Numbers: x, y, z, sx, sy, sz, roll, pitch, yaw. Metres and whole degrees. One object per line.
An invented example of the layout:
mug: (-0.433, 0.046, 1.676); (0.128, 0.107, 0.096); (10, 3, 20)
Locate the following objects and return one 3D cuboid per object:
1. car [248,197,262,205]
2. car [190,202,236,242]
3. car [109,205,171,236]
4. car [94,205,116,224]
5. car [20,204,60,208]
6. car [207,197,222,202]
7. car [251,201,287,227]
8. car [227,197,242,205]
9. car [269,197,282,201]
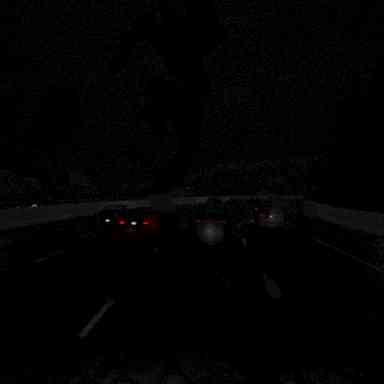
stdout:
car: (11.513, 1.567, 60.693); (2.128, 1.511, 4.902); (0, 0, 21)
car: (1.026, 1.502, 16.590); (2.128, 1.511, 4.902); (0, 0, 6)
car: (-2.473, 1.542, 18.350); (2.033, 1.411, 5.357); (0, 0, 7)
car: (-5.254, 1.585, 24.122); (1.895, 1.301, 4.718); (0, 0, 8)
car: (-14.776, 1.294, 32.134); (2.097, 1.767, 4.553); (0, 0, 10)
car: (4.108, 1.567, 61.333); (1.812, 1.442, 4.674); (0, 0, 21)
car: (5.356, 1.597, 23.086); (1.994, 1.385, 4.181); (0, 0, 8)
car: (7.863, 1.622, 61.165); (1.994, 1.385, 4.181); (0, 0, 20)
car: (15.061, 1.655, 60.143); (1.994, 1.385, 4.181); (0, 0, 21)
